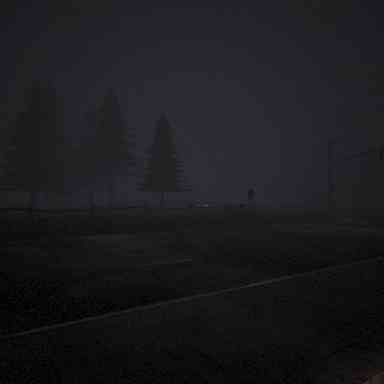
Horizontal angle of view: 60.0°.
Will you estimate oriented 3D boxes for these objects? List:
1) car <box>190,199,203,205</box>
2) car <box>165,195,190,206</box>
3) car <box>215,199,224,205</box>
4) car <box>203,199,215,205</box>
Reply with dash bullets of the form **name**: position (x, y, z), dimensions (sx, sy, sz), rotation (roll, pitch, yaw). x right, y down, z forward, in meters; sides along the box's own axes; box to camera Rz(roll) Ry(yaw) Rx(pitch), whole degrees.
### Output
- **car**: position (-0.541, 2.094, 70.063), dimensions (2.033, 1.411, 5.357), rotation (1, -1, -35)
- **car**: position (-3.406, 1.730, 68.058), dimensions (2.150, 2.045, 5.566), rotation (1, -1, -35)
- **car**: position (5.208, 2.204, 74.055), dimensions (1.994, 1.385, 4.181), rotation (1, -1, -35)
- **car**: position (2.333, 2.155, 72.059), dimensions (1.994, 1.385, 4.181), rotation (1, -1, -35)
